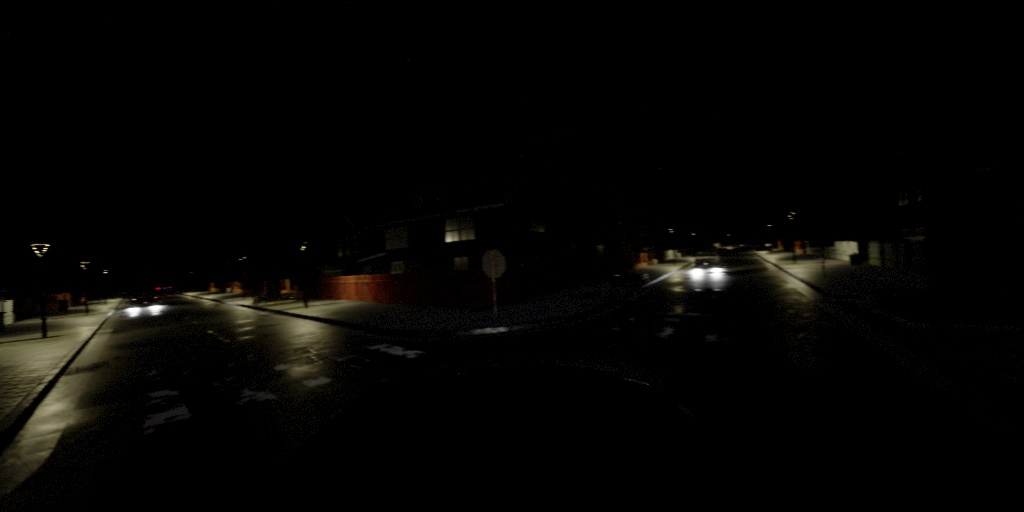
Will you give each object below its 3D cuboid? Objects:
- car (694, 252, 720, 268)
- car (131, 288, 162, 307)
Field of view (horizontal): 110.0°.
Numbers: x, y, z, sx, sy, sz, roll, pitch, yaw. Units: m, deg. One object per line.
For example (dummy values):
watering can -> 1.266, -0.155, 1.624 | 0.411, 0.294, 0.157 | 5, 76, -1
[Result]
car -> 17.498, 0.284, 32.184 | 1.895, 1.301, 4.718 | -4, 0, 32
car -> -36.307, 4.225, 35.430 | 4.718, 1.301, 1.895 | -4, -1, 43
